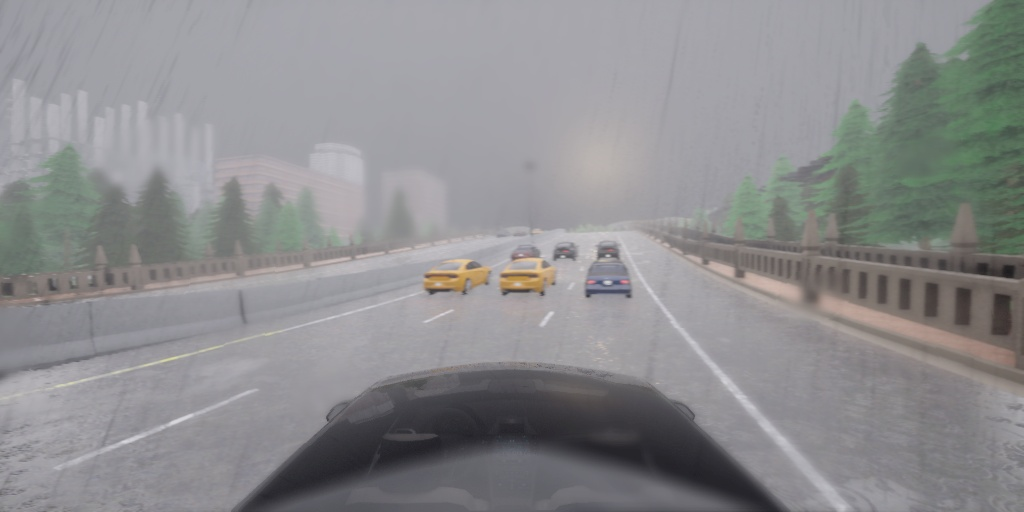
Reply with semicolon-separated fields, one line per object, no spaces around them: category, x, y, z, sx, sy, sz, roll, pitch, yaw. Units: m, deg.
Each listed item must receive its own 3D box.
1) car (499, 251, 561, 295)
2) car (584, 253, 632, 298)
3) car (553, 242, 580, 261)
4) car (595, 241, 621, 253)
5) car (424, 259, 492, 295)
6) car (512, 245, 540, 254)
car;0.873;0.829;16.812;1.882;1.535;5.008;-1;4;15
car;4.128;0.860;15.451;2.033;1.411;5.357;-1;3;15
car;4.700;-0.483;31.098;1.837;1.490;4.892;-1;6;15
car;8.079;-0.550;30.186;1.837;1.490;4.892;-1;6;15
car;-2.510;0.898;17.708;1.882;1.535;5.008;-1;4;15
car;1.253;-0.329;31.748;1.994;1.385;4.181;-1;6;15
